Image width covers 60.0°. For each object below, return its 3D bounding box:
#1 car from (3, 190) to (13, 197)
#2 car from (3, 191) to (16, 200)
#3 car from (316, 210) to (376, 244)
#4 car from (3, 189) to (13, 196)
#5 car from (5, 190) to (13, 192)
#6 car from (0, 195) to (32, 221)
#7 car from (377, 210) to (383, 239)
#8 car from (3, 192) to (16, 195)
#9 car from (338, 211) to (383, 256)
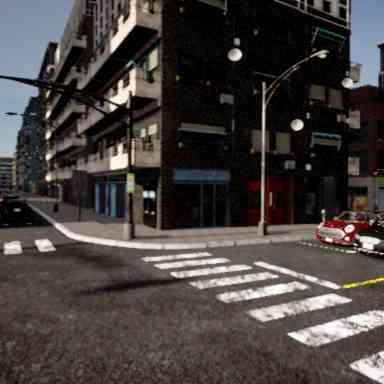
[{"bbox_3d":[-41.823,0.324,75.751,1.947,1.339,4.313,0,1,-29],"label":"car"},{"bbox_3d":[-30.738,0.604,56.038,1.887,1.381,4.507,0,1,-29],"label":"car"},{"bbox_3d":[7.564,1.541,15.140,4.097,1.590,1.967,1,-1,-30],"label":"car"},{"bbox_3d":[-44.594,0.123,80.678,1.967,1.590,4.097,0,1,-29],"label":"car"},{"bbox_3d":[-25.196,0.762,46.183,2.008,1.369,4.403,0,1,-29],"label":"car"},{"bbox_3d":[-11.997,1.141,22.712,1.947,1.339,4.313,0,1,-29],"label":"car"},{"bbox_3d":[12.198,1.722,17.816,4.829,1.417,1.752,1,-1,-30],"label":"car"},{"bbox_3d":[-16.883,0.984,31.398,1.887,1.381,4.507,0,1,-29],"label":"car"},{"bbox_3d":[8.178,1.623,12.426,4.902,1.511,2.128,1,0,-27],"label":"car"}]
